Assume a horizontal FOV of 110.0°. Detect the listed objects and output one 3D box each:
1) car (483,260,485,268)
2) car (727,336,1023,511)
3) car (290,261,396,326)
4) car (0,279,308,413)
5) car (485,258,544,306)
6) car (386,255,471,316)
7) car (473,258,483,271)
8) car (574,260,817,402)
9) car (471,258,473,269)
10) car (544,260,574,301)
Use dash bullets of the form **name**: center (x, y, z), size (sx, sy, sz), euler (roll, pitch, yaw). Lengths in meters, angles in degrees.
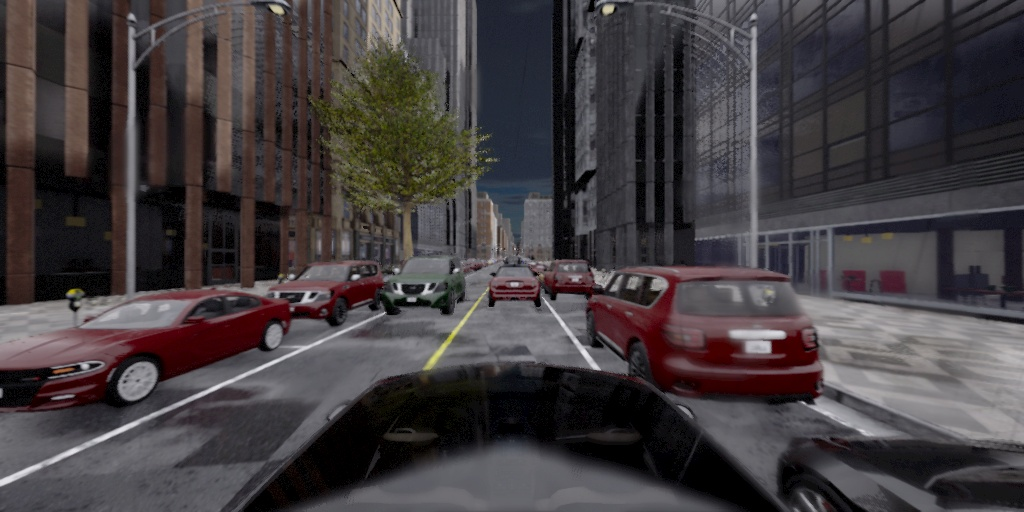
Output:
- **car**: center (-5.837, 1.249, 57.040), size (2.192, 1.841, 5.009), euler (0, 0, 0)
- **car**: center (2.668, 1.313, 0.636), size (1.948, 1.339, 4.313), euler (0, 0, 0)
- **car**: center (-5.854, 1.087, 11.926), size (2.192, 1.841, 5.009), euler (0, 0, 0)
- **car**: center (-5.856, 1.305, 6.286), size (1.888, 1.381, 4.507), euler (0, 0, 0)
- **car**: center (0.105, 1.132, 16.065), size (2.097, 1.767, 4.553), euler (0, 0, 0)
- **car**: center (-3.095, 0.997, 13.858), size (2.150, 2.045, 5.566), euler (0, 0, 0)
- **car**: center (-5.839, 1.225, 51.401), size (2.192, 1.841, 5.009), euler (0, 0, 0)
- **car**: center (2.670, 1.074, 6.275), size (2.192, 1.841, 5.009), euler (0, 0, 0)
- **car**: center (-5.843, 1.303, 40.122), size (1.967, 1.591, 4.097), euler (0, 0, 0)
- **car**: center (2.674, 1.098, 17.553), size (2.192, 1.841, 5.009), euler (0, 0, 0)
